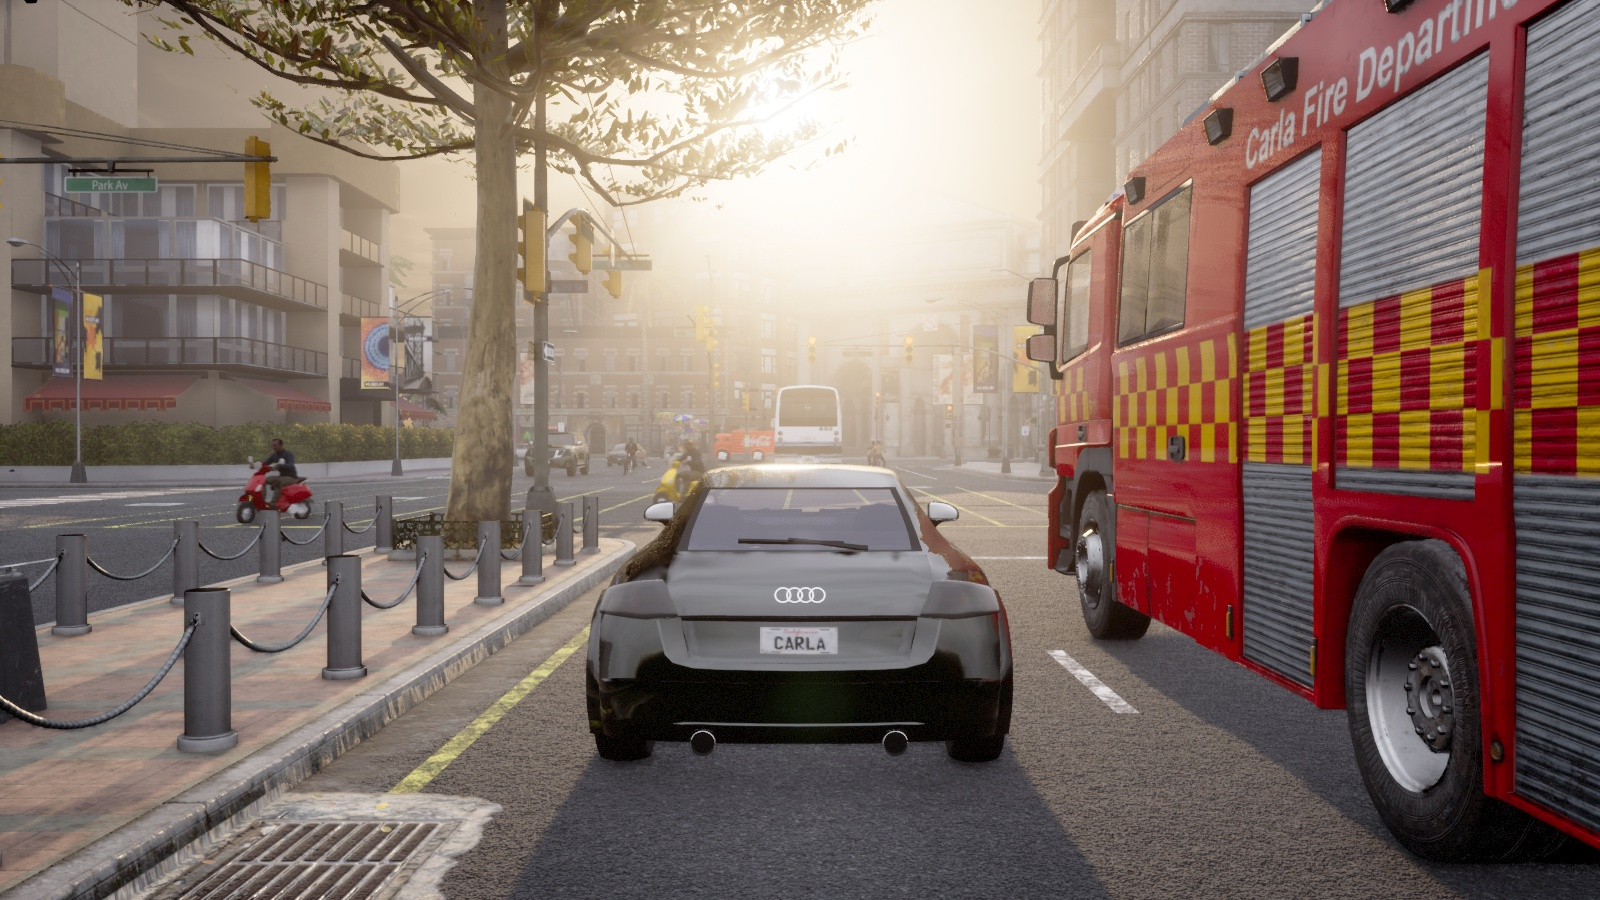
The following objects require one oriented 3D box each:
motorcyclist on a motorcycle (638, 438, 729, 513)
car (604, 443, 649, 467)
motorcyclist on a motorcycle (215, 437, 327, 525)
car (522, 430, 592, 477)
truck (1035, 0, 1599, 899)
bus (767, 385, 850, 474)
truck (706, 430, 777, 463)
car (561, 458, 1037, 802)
[{"bbox_3d":[-2.571,0.541,27.866,1.817,1.590,0.866,0,1,-40],"label":"motorcyclist on a motorcycle"},{"bbox_3d":[-10.945,0.294,79.457,1.837,1.490,4.892,0,0,4],"label":"car"},{"bbox_3d":[-9.995,0.558,23.796,0.866,1.590,1.817,1,1,25],"label":"motorcyclist on a motorcycle"},{"bbox_3d":[-11.115,0.130,57.873,2.150,2.045,5.566,0,0,0],"label":"car"},{"bbox_3d":[3.562,-0.456,7.201,2.891,3.827,8.468,0,0,0],"label":"truck"},{"bbox_3d":[0.433,-0.997,65.120,3.944,4.253,10.273,0,0,0],"label":"bus"},{"bbox_3d":[-4.433,-0.285,95.932,5.204,2.467,2.627,0,0,1],"label":"truck"},{"bbox_3d":[0.005,0.769,7.352,1.994,1.385,4.181,0,0,0],"label":"car"}]
